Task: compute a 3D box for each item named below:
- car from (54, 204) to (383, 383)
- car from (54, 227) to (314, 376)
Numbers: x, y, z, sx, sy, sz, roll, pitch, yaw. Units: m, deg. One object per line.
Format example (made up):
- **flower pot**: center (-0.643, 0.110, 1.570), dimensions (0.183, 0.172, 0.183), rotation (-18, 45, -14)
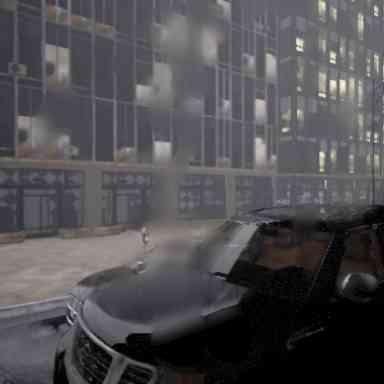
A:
- **car**: center (1.372, 1.217, 4.038), dimensions (5.566, 2.045, 2.150), rotation (0, 0, -35)
- **car**: center (0.035, 1.546, 6.119), dimensions (4.403, 1.369, 2.008), rotation (0, 0, -36)
